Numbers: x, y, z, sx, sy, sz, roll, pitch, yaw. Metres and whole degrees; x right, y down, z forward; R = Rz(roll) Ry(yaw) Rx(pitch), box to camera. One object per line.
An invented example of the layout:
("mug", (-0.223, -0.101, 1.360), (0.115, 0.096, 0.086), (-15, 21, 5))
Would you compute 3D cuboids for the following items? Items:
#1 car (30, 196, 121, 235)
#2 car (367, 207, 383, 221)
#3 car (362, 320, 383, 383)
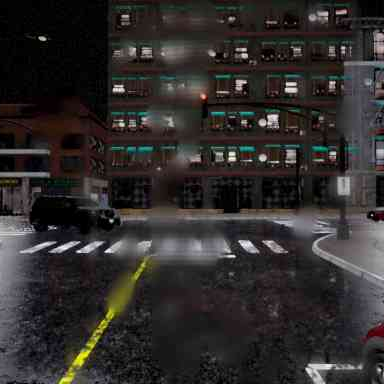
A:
("car", (-6.664, 1.215, 18.776), (5.566, 2.045, 2.150), (-1, -2, 28))
("car", (14.797, 1.450, 23.615), (4.181, 1.385, 1.994), (-1, -1, 1))
("car", (2.753, 1.441, 1.902), (1.967, 1.590, 4.097), (1, 0, 0))
